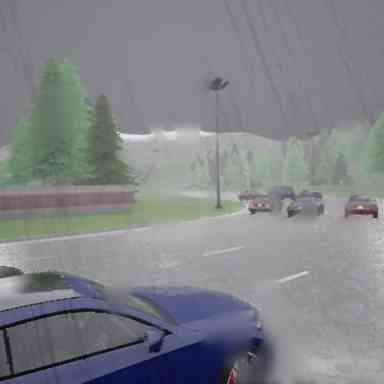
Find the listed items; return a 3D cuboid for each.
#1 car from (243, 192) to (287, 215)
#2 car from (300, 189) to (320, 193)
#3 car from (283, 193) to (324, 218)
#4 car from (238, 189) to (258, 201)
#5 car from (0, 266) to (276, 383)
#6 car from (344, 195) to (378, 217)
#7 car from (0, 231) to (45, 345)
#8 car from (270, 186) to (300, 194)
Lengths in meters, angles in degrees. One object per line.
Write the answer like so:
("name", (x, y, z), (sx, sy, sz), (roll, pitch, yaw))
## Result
("car", (5.882, 0.985, 26.283), (2.033, 1.411, 5.357), (-1, 1, 24))
("car", (15.412, 0.426, 44.089), (1.837, 1.490, 4.892), (-1, 0, -5))
("car", (8.086, 0.993, 23.568), (1.994, 1.385, 4.181), (-1, 1, 28))
("car", (7.989, 0.408, 46.928), (2.097, 1.767, 4.553), (-2, 1, -9))
("car", (-1.269, 1.510, 3.036), (4.674, 1.442, 1.812), (-2, 1, -36))
("car", (11.621, 0.918, 22.961), (1.994, 1.385, 4.181), (-1, 1, 26))
("car", (-5.105, 1.600, 4.520), (5.357, 1.411, 2.033), (-2, 1, -35))
("car", (11.955, 0.203, 44.985), (2.150, 2.045, 5.566), (-2, 0, -8))
